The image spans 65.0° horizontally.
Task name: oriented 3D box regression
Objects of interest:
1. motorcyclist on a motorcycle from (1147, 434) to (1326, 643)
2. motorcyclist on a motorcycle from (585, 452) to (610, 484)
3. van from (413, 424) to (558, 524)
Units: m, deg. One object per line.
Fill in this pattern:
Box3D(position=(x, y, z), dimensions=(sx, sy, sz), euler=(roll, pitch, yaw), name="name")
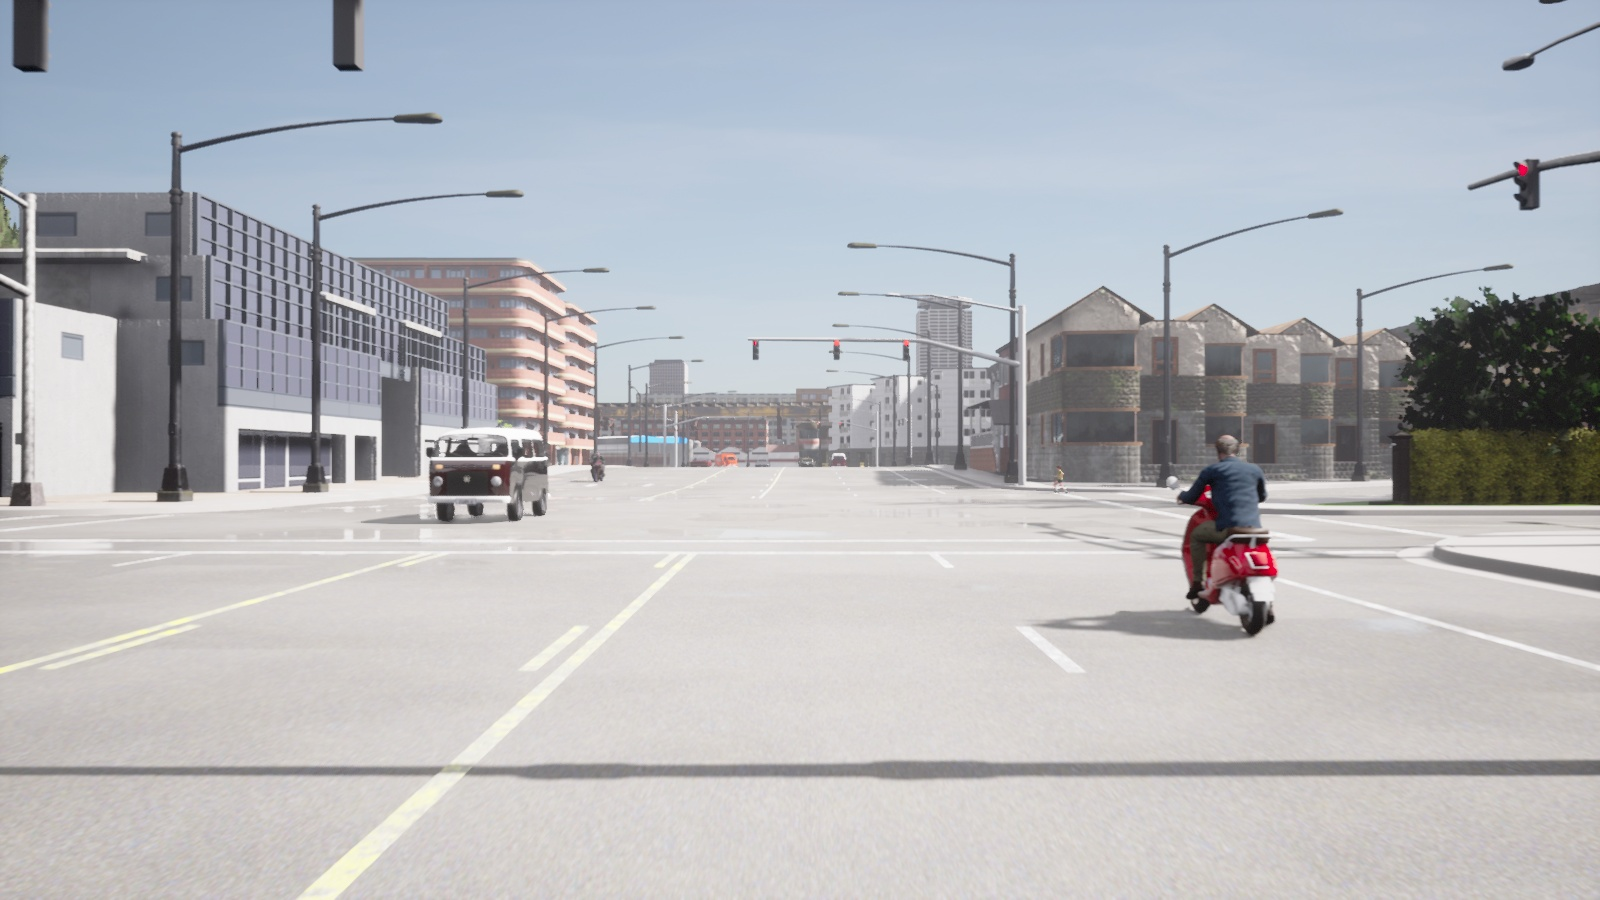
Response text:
Box3D(position=(3.575, 0.674, 10.465), dimensions=(0.866, 1.590, 1.817), euler=(0, 0, 0), name="motorcyclist on a motorcycle")
Box3D(position=(-10.126, 0.887, 62.829), dimensions=(0.866, 1.530, 2.191), euler=(0, 1, 0), name="motorcyclist on a motorcycle")
Box3D(position=(-6.826, 0.502, 27.790), dimensions=(2.069, 2.038, 4.480), euler=(0, 0, 0), name="van")
